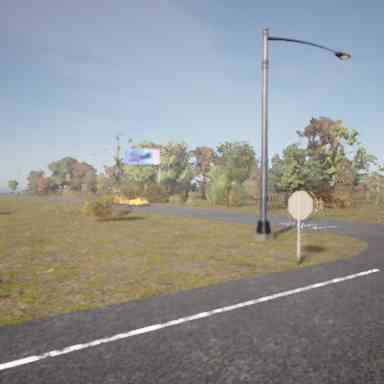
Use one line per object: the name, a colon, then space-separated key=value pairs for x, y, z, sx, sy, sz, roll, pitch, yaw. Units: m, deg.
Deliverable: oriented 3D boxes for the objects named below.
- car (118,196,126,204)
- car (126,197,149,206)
car: x=-13.498 y=1.599 z=62.916 sx=1.882 sy=1.535 sz=5.008 roll=1 pitch=0 yaw=-34
car: x=-8.940 y=1.612 z=56.162 sx=1.882 sy=1.535 sz=5.008 roll=1 pitch=0 yaw=-33
